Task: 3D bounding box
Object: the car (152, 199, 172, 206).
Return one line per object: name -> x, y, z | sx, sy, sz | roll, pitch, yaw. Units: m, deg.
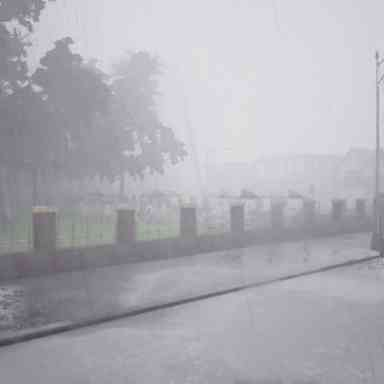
car -> -5.055, 1.785, 53.528 | 1.895, 1.301, 4.718 | 0, 0, -35
